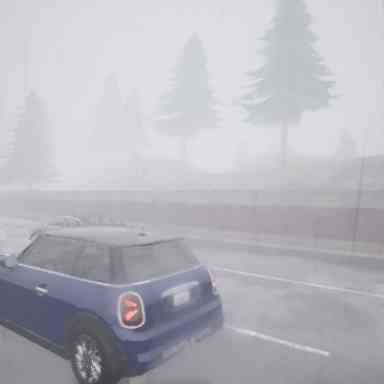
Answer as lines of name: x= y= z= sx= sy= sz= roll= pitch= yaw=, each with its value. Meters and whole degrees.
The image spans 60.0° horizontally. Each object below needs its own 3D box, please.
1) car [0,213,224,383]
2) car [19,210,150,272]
car: x=-1.803 y=1.360 z=5.517 sx=4.553 sy=1.767 sz=2.097 roll=0 pitch=0 yaw=38
car: x=-3.960 y=1.508 z=11.783 sx=4.902 sy=1.511 sz=2.128 roll=0 pitch=0 yaw=40
